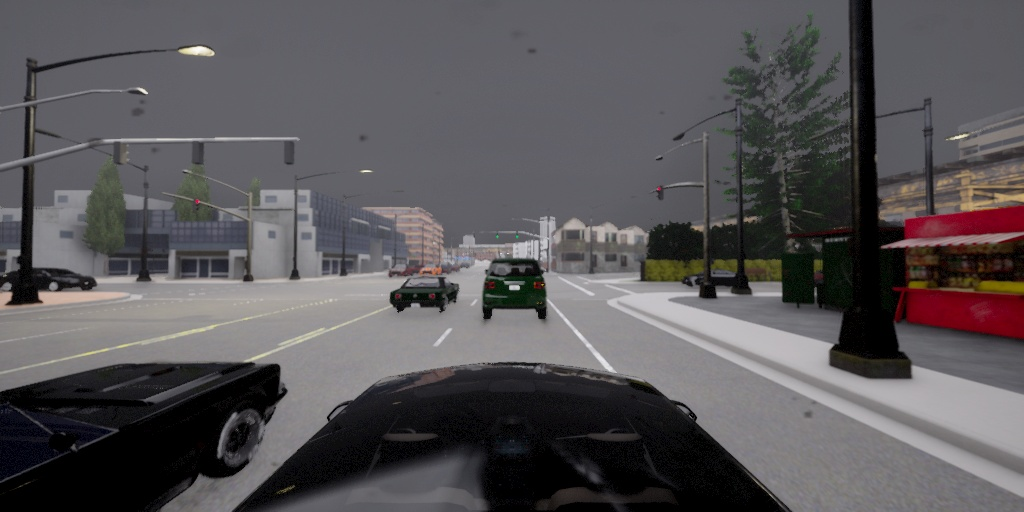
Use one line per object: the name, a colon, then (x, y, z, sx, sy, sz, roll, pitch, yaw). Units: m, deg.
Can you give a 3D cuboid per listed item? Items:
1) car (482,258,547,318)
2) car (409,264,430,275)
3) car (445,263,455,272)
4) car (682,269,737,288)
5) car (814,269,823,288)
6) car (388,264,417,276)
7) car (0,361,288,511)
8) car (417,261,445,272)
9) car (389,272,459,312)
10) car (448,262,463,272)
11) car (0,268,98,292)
car: (0.093, 1.099, 13.788, 2.150, 2.045, 5.566, 0, 0, 0)
car: (-14.069, 2.062, 54.827, 1.882, 1.535, 5.008, 0, 0, 0)
car: (-10.575, 2.153, 55.523, 1.994, 1.385, 4.181, 0, 0, -1)
car: (14.773, 1.637, 26.268, 4.181, 1.385, 1.994, 0, -1, 0)
car: (23.271, 1.597, 26.192, 4.674, 1.442, 1.812, 0, -1, 1)
car: (-14.083, 1.796, 45.612, 2.097, 1.767, 4.553, 0, -1, 0)
car: (-3.402, 1.352, 1.800, 1.895, 1.301, 4.718, 0, 0, 0)
car: (-10.578, 1.816, 46.918, 2.097, 1.767, 4.553, 0, -1, 0)
car: (-3.407, 1.492, 14.923, 1.895, 1.301, 4.718, 0, -1, 0)
car: (-10.529, 2.217, 64.270, 1.895, 1.301, 4.718, 0, 0, 0)
car: (-29.619, 1.508, 22.948, 4.892, 1.490, 1.837, 0, -1, 1)
